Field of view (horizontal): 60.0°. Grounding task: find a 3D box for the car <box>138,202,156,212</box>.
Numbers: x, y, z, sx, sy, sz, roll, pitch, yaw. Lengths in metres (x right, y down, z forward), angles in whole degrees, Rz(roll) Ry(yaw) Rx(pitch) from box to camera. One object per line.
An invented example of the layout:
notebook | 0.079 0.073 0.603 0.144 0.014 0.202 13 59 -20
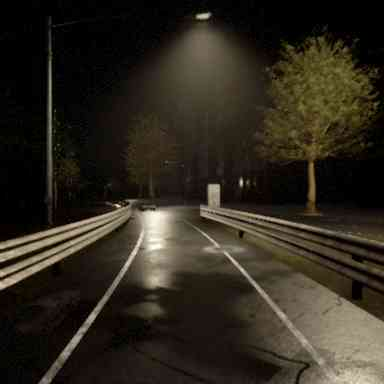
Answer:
car | -6.083 1.975 44.568 1.895 1.301 4.718 0 0 -16
